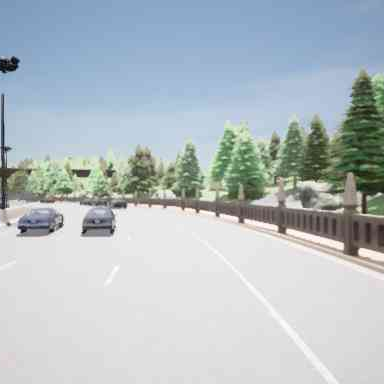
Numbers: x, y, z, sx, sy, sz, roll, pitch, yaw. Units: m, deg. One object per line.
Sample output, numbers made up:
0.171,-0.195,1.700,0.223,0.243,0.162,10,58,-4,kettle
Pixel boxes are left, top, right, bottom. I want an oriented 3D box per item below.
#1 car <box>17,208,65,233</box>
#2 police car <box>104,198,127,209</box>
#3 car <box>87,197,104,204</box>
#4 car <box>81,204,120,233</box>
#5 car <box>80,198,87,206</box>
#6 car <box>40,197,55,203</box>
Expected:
-9.305,1.698,20.838,2.033,1.411,5.357,0,0,-12,car
-11.138,1.734,49.624,1.930,1.638,5.238,0,0,-27,police car
-16.546,1.733,59.003,2.097,1.767,4.553,0,0,-33,car
-5.682,1.681,20.584,2.033,1.411,5.357,0,0,-12,car
-20.286,1.953,64.452,1.812,1.442,4.674,0,0,-36,car
-34.393,1.934,79.177,4.181,1.385,1.994,-1,0,41,car
